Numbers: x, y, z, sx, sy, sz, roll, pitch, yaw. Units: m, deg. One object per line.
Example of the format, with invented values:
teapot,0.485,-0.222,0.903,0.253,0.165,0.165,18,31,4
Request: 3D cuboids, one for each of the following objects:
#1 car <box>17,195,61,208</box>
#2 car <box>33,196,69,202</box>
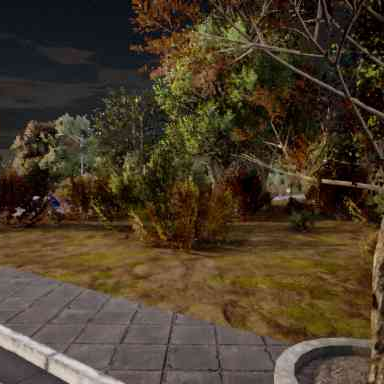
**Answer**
car,-20.087,1.221,43.881,1.882,1.535,5.008,0,0,32
car,-17.572,1.245,41.306,1.882,1.535,5.008,0,0,32
